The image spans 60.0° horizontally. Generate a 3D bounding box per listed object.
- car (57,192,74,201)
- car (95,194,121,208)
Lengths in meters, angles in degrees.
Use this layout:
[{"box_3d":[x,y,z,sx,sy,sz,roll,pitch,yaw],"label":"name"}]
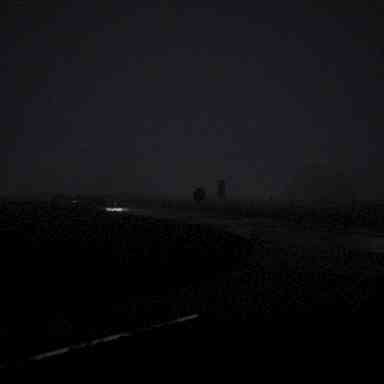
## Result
[{"box_3d":[-20.896,0.677,54.749,1.882,1.535,5.008,-1,1,-35],"label":"car"},{"box_3d":[-9.877,0.983,38.903,2.128,1.511,4.902,-1,1,-35],"label":"car"}]
